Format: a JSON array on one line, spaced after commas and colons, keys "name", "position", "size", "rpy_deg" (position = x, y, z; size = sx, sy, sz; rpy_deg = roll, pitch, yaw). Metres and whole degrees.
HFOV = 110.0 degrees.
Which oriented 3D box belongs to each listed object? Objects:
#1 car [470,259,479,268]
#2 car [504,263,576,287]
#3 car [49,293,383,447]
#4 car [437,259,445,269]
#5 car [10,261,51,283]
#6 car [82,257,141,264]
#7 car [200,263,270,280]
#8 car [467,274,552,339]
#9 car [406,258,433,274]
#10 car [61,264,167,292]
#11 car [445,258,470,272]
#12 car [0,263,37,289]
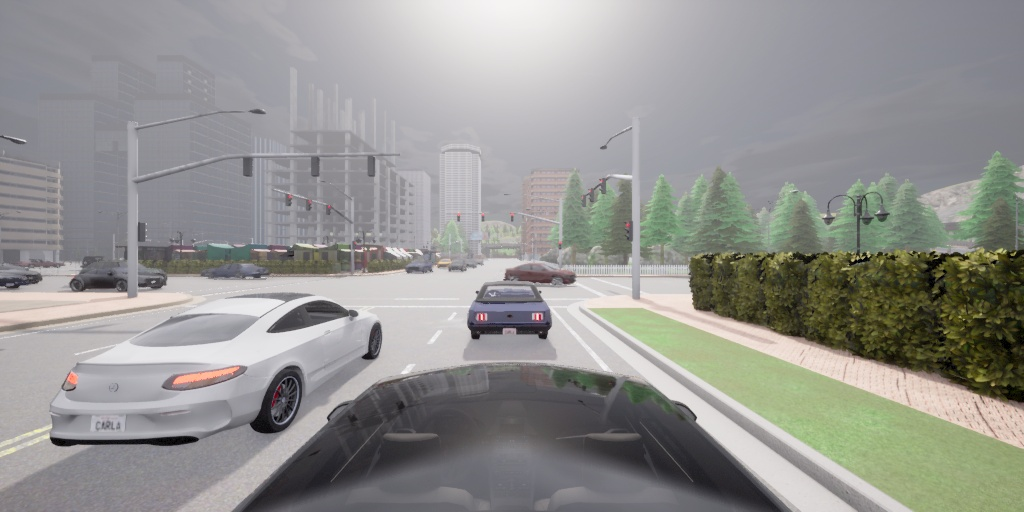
[{"name": "car", "position": [-7.052, 1.249, 59.868], "size": [1.837, 1.490, 4.892], "rpy_deg": [0, 2, 0]}, {"name": "car", "position": [1.857, 1.227, 24.640], "size": [5.008, 1.535, 1.882], "rpy_deg": [0, 1, 26]}, {"name": "car", "position": [-3.506, 1.276, 5.389], "size": [1.812, 1.442, 4.674], "rpy_deg": [0, 0, -1]}, {"name": "car", "position": [-10.561, 1.227, 56.923], "size": [1.882, 1.535, 5.008], "rpy_deg": [0, 0, 0]}, {"name": "car", "position": [-35.367, 1.254, 24.624], "size": [4.892, 1.490, 1.837], "rpy_deg": [0, 0, 2]}, {"name": "car", "position": [-26.340, 1.102, 24.381], "size": [4.553, 1.767, 2.097], "rpy_deg": [0, 0, 2]}, {"name": "car", "position": [-23.986, 1.297, 31.137], "size": [5.357, 1.411, 2.033], "rpy_deg": [0, 0, 8]}, {"name": "car", "position": [-0.092, 1.351, 9.997], "size": [1.895, 1.301, 4.718], "rpy_deg": [0, 0, -1]}, {"name": "car", "position": [-10.716, 1.103, 41.685], "size": [2.097, 1.767, 4.553], "rpy_deg": [0, 0, 3]}, {"name": "car", "position": [-22.720, 1.314, 20.782], "size": [4.181, 1.385, 1.994], "rpy_deg": [0, 0, 1]}, {"name": "car", "position": [-7.087, 1.255, 46.928], "size": [1.837, 1.490, 4.892], "rpy_deg": [0, 0, 0]}, {"name": "car", "position": [-31.960, 1.297, 21.028], "size": [5.357, 1.411, 2.033], "rpy_deg": [0, 0, 1]}]
